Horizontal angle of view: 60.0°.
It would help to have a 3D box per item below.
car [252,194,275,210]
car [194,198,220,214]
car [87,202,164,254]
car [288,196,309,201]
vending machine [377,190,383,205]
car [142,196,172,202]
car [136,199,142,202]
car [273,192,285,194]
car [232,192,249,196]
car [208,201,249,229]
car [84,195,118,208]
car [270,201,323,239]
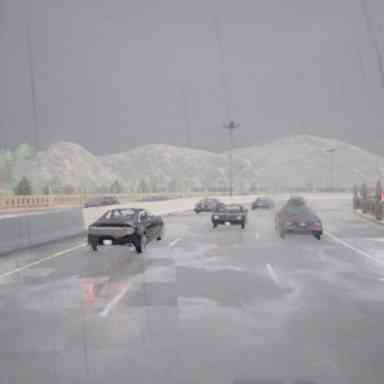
[{"bbox_3d":[7.977,1.245,36.913,1.994,1.385,4.181,0,1,23],"label":"car"},{"bbox_3d":[1.742,1.282,30.769,2.033,1.411,5.357,0,1,19],"label":"car"},{"bbox_3d":[-2.390,1.378,13.108,2.128,1.511,4.902,0,0,8],"label":"car"},{"bbox_3d":[11.515,1.190,36.292,1.837,1.490,4.892,0,0,24],"label":"car"},{"bbox_3d":[27.332,0.777,47.969,1.100,2.100,0.880,0,1,37],"label":"vending machine"},{"bbox_3d":[-3.429,1.243,37.257,1.994,1.385,4.181,0,1,22],"label":"car"},{"bbox_3d":[-5.114,1.182,42.504,2.033,1.411,5.357,0,1,24],"label":"car"},{"bbox_3d":[18.700,0.637,71.352,1.882,1.535,5.008,0,1,44],"label":"car"},{"bbox_3d":[10.689,0.703,73.046,1.837,1.490,4.892,0,1,41],"label":"car"},{"bbox_3d":[2.457,1.424,20.484,1.895,1.301,4.718,0,1,13],"label":"car"},{"bbox_3d":[-10.443,1.175,38.534,1.837,1.490,4.892,0,0,22],"label":"car"},{"bbox_3d":[5.187,1.403,16.590,2.033,1.411,5.357,0,0,11],"label":"car"}]
